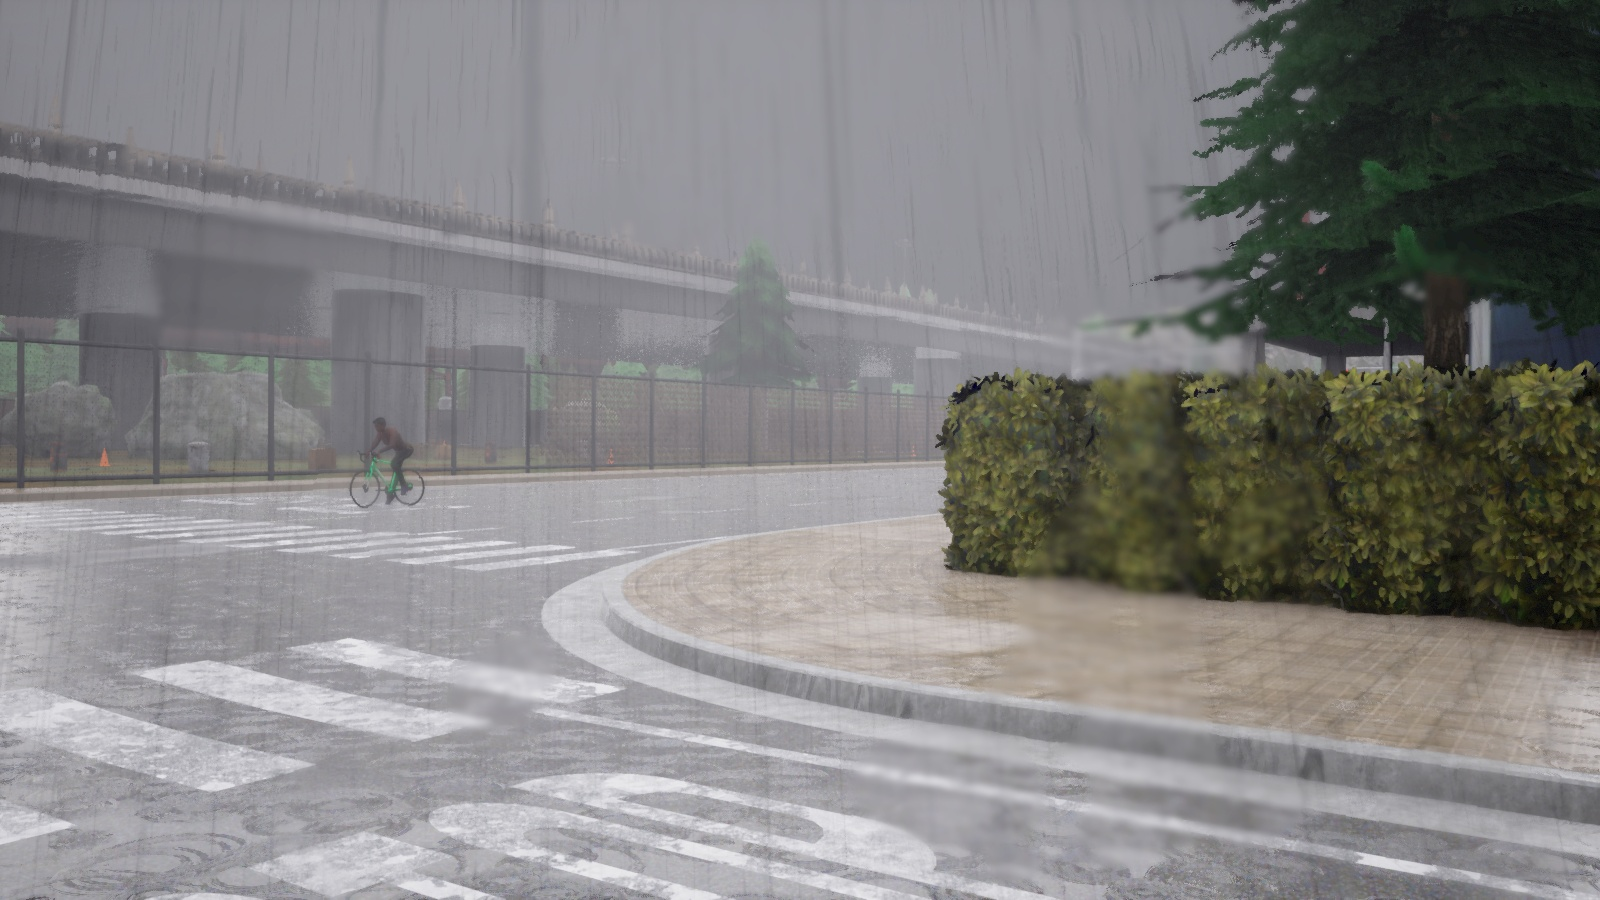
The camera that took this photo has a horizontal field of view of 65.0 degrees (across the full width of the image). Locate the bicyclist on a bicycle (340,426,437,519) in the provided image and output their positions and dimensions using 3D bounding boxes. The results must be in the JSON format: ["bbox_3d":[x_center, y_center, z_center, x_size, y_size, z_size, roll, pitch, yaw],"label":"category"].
[{"bbox_3d":[-7.515,0.383,22.972,0.582,1.620,1.656,0,1,33],"label":"bicyclist on a bicycle"}]
